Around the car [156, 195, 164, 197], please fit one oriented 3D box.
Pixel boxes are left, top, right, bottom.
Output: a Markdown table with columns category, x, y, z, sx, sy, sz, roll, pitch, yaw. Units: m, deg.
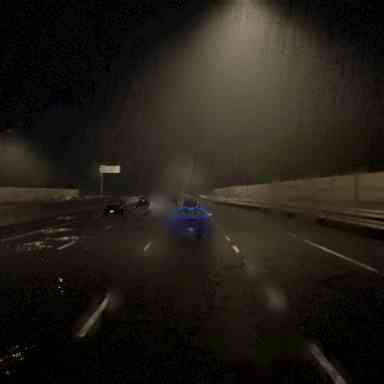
| category | x | y | z | sx | sy | sz | roll | pitch | yaw |
| --- | --- | --- | --- | --- | --- | --- | --- | --- | --- |
| car | -7.513 | 1.608 | 70.949 | 1.837 | 1.490 | 4.892 | 0 | 0 | -1 |

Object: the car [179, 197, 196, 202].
| category | x | y | z | sx | sy | sz | roll | pitch | yaw |
| --- | --- | --- | --- | --- | --- | --- | --- | --- | --- |
| car | -0.130 | 1.583 | 35.662 | 1.994 | 1.385 | 4.181 | 0 | 0 | 0 |

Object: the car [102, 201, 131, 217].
| category | x | y | z | sx | sy | sz | roll | pitch | yaw |
| --- | --- | --- | --- | --- | --- | --- | --- | --- | --- |
| car | -7.104 | 1.542 | 31.755 | 1.812 | 1.442 | 4.674 | 0 | 0 | 0 |

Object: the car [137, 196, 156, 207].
| category | x | y | z | sx | sy | sz | roll | pitch | yaw |
| --- | --- | --- | --- | --- | --- | --- | --- | --- | --- |
| car | -7.273 | 1.403 | 51.669 | 2.097 | 1.767 | 4.553 | 0 | 0 | -1 |

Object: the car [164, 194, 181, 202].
| category | x | y | z | sx | sy | sz | roll | pitch | yaw |
| --- | --- | --- | --- | --- | --- | --- | --- | --- | --- |
| car | -3.977 | 1.451 | 68.421 | 2.097 | 1.767 | 4.553 | 0 | 0 | -1 |

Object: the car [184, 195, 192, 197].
| category | x | y | z | sx | sy | sz | roll | pitch | yaw |
| --- | --- | --- | --- | --- | --- | --- | --- | --- | --- |
| car | -0.315 | 1.661 | 55.677 | 1.895 | 1.301 | 4.718 | 0 | 0 | -1 |

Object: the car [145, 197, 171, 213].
| category | x | y | z | sx | sy | sz | roll | pitch | yaw |
| --- | --- | --- | --- | --- | --- | --- | --- | --- | --- |
| car | -3.637 | 1.547 | 36.514 | 1.812 | 1.442 | 4.674 | 0 | 0 | 0 |

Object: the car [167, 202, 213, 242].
| category | x | y | z | sx | sy | sz | roll | pitch | yaw |
| --- | --- | --- | --- | --- | --- | --- | --- | --- | --- |
| car | -0.028 | 1.483 | 16.491 | 1.882 | 1.535 | 5.008 | 0 | 0 | 0 |

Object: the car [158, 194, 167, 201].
| category | x | y | z | sx | sy | sz | roll | pitch | yaw |
| --- | --- | --- | --- | --- | --- | --- | --- | --- | --- |
| car | -7.812 | 1.520 | 89.331 | 2.097 | 1.767 | 4.553 | 0 | 0 | -1 |
